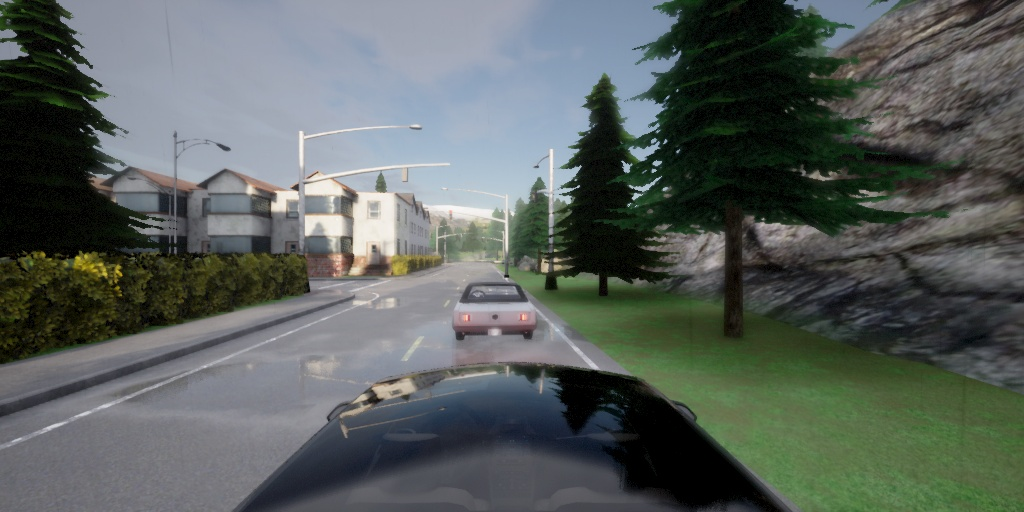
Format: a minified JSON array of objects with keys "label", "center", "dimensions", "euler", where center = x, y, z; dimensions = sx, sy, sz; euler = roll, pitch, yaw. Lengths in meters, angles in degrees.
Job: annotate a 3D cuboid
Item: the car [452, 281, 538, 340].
[{"label":"car","center":[-0.520,1.351,9.930],"dimensions":[1.895,1.301,4.718],"euler":[0,0,-4]}]
